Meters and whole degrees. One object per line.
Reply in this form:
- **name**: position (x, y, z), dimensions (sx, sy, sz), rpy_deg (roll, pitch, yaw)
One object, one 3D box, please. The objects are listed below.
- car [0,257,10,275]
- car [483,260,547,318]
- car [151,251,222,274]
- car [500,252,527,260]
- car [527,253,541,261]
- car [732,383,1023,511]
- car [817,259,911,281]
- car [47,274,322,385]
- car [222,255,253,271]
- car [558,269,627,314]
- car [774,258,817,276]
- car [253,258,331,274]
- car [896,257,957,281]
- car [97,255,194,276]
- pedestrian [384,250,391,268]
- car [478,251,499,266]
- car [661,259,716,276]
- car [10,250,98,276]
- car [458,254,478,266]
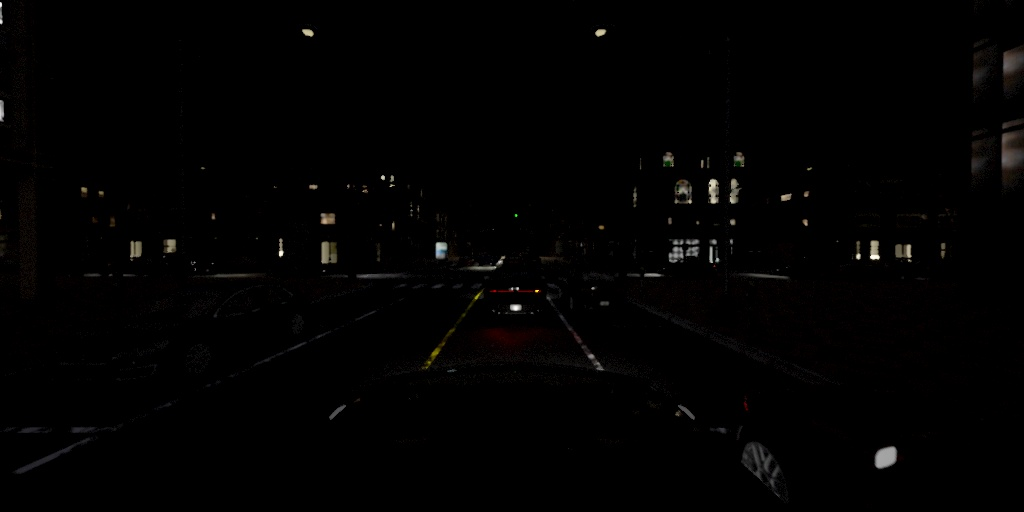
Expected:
- **car**: position (-36.495, 0.717, 25.157), dimensions (4.403, 1.370, 2.007), rpy_deg (0, 0, 1)
- **car**: position (0.098, 1.076, 12.006), dimensions (1.837, 1.490, 4.892), rpy_deg (0, 1, 0)
- **car**: position (-25.625, 0.536, 27.574), dimensions (4.553, 1.767, 2.097), rpy_deg (0, 1, 1)
- **car**: position (0.092, 0.679, 33.034), dimensions (1.882, 1.535, 5.008), rpy_deg (0, 1, 0)
- **car**: position (2.679, 0.559, 44.985), dimensions (1.948, 1.339, 4.313), rpy_deg (0, 0, 0)
- **car**: position (2.691, 1.303, 1.217), dimensions (1.888, 1.381, 4.507), rpy_deg (0, 0, 0)
- **car**: position (23.636, 1.035, 24.218), dimensions (4.207, 1.307, 1.802), rpy_deg (0, 0, 1)
- **car**: position (-5.692, 1.209, 6.923), dimensions (2.007, 1.370, 4.403), rpy_deg (0, 0, 0)
- **car**: position (-25.463, 0.639, 33.372), dimensions (4.829, 1.417, 1.751), rpy_deg (0, 0, 1)
- **car**: position (2.688, 1.110, 12.599), dimensions (2.007, 1.370, 4.403), rpy_deg (0, 0, 0)
- **car**: position (24.618, 0.913, 30.022), dimensions (4.674, 1.442, 1.812), rpy_deg (0, 1, 1)
- **car**: position (-16.577, 0.826, 27.440), dimensions (4.718, 1.301, 1.895), rpy_deg (0, 1, 1)
- **car**: position (29.171, 0.922, 24.170), dimensions (4.097, 1.591, 1.967), rpy_deg (0, 0, 1)
- **car**: position (-25.421, 0.766, 24.991), dimensions (4.403, 1.370, 2.007), rpy_deg (0, 0, 1)
- **pedestrian**: position (-12.561, 0.278, 36.109), dimensions (0.375, 1.860, 0.375), rpy_deg (0, 0, 1)
- **car**: position (-3.096, 0.459, 45.655), dimensions (1.882, 1.535, 5.008), rpy_deg (0, 1, 1)
- **car**: position (14.803, 0.901, 30.166), dimensions (4.181, 1.385, 1.994), rpy_deg (0, 1, 1)
- **car**: position (-30.958, 0.506, 25.074), dimensions (5.009, 1.841, 2.192), rpy_deg (0, 0, 1)
- **car**: position (-5.702, 0.575, 44.996), dimensions (1.802, 1.307, 4.207), rpy_deg (0, 0, 0)
